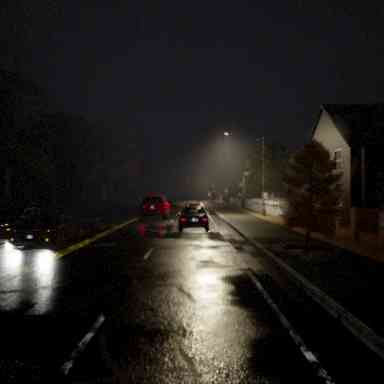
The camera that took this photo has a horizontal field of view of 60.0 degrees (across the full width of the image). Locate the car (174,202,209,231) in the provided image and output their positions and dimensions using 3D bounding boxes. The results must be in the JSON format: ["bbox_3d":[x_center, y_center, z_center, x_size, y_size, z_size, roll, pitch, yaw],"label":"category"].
[{"bbox_3d":[0.102,1.623,21.159,2.033,1.411,5.357,0,0,0],"label":"car"}]

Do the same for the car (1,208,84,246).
[{"bbox_3d":[-6.563,1.623,15.434,1.994,1.385,4.181,0,0,0],"label":"car"}]

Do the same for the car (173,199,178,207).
[{"bbox_3d":[-3.139,1.704,50.682,2.033,1.411,5.357,0,0,0],"label":"car"}]

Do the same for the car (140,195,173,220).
[{"bbox_3d":[-3.144,1.317,29.052,2.150,2.045,5.566,0,0,0],"label":"car"}]

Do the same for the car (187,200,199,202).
[{"bbox_3d":[0.112,1.739,43.977,1.895,1.301,4.718,0,0,0],"label":"car"}]

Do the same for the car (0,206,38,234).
[{"bbox_3d":[-9.790,1.574,18.699,1.837,1.490,4.892,0,0,1],"label":"car"}]
